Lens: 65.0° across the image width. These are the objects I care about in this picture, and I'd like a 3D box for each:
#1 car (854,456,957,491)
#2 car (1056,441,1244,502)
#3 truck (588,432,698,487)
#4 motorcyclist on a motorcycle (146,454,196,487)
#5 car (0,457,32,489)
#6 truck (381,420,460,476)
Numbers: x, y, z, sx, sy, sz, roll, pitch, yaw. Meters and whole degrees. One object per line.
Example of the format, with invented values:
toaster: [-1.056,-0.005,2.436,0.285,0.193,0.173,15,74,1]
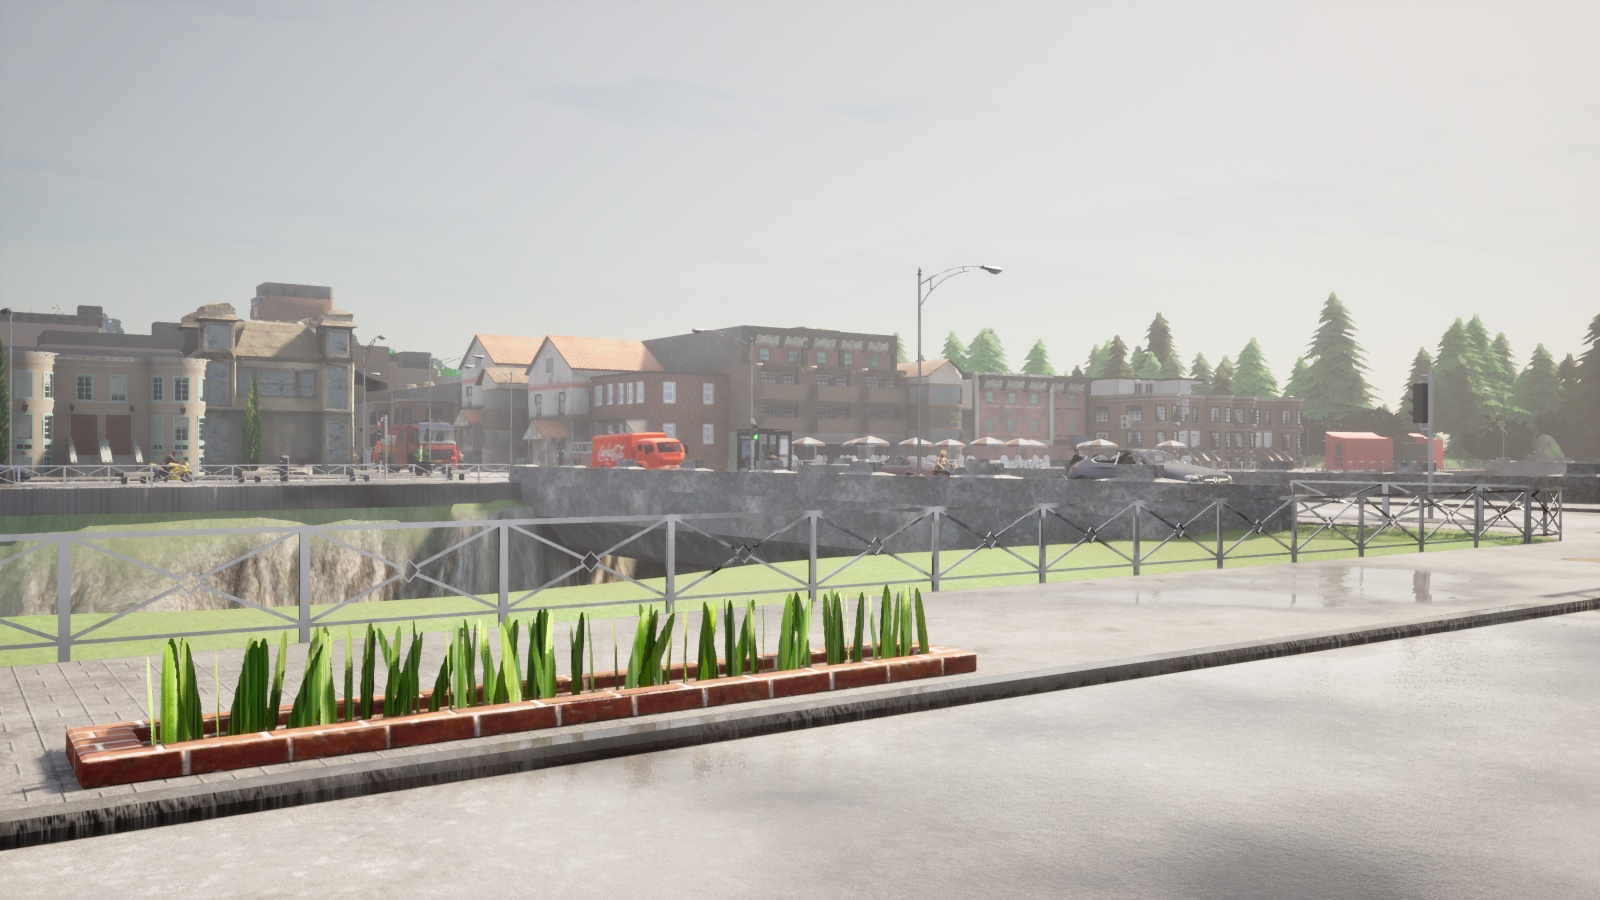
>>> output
car: [4.290,0.926,51.691,1.994,1.385,4.181,0,0,-35]
car: [10.046,0.591,36.433,2.152,1.651,5.027,0,0,-35]
truck: [-7.596,0.468,60.477,2.627,2.467,5.204,-2,0,-42]
motorcyclist on a motorcycle: [-29.513,0.934,58.929,2.044,1.523,0.797,0,0,-35]
car: [-36.323,1.002,54.185,5.357,1.411,2.033,0,0,-35]
truck: [-27.254,-0.142,89.950,2.891,3.827,8.468,0,0,-35]
